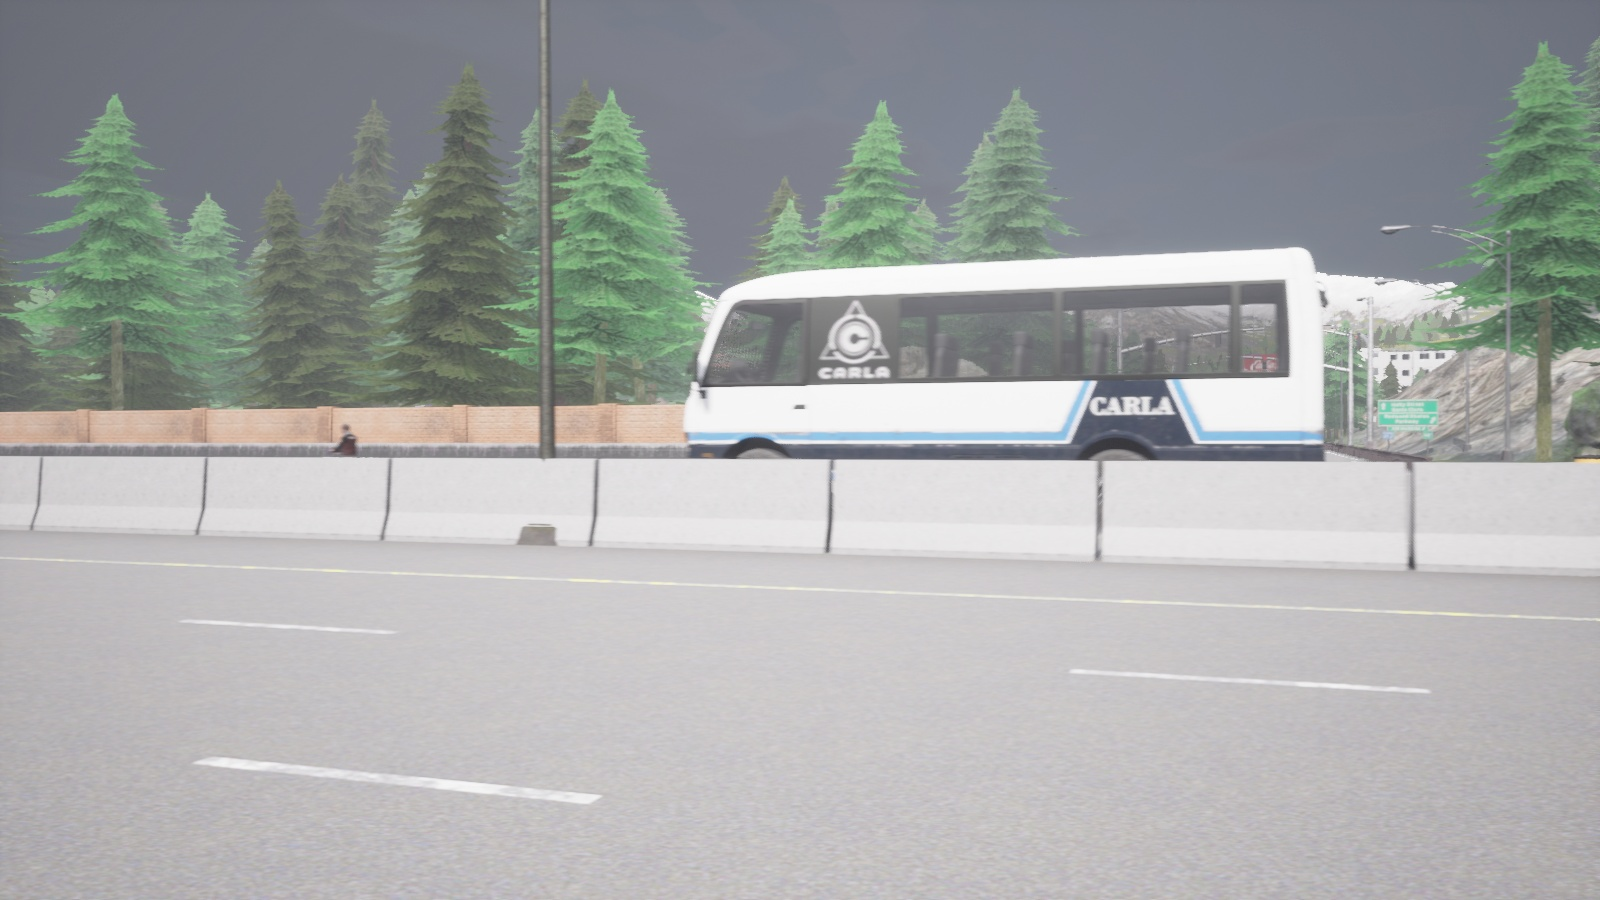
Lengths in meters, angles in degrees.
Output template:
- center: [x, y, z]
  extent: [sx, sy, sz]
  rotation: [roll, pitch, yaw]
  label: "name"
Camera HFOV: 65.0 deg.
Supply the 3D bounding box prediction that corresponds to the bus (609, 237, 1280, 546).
- center: [2.365, -0.875, 20.839]
  extent: [10.273, 4.253, 3.944]
  rotation: [1, 1, 19]
  label: "bus"
